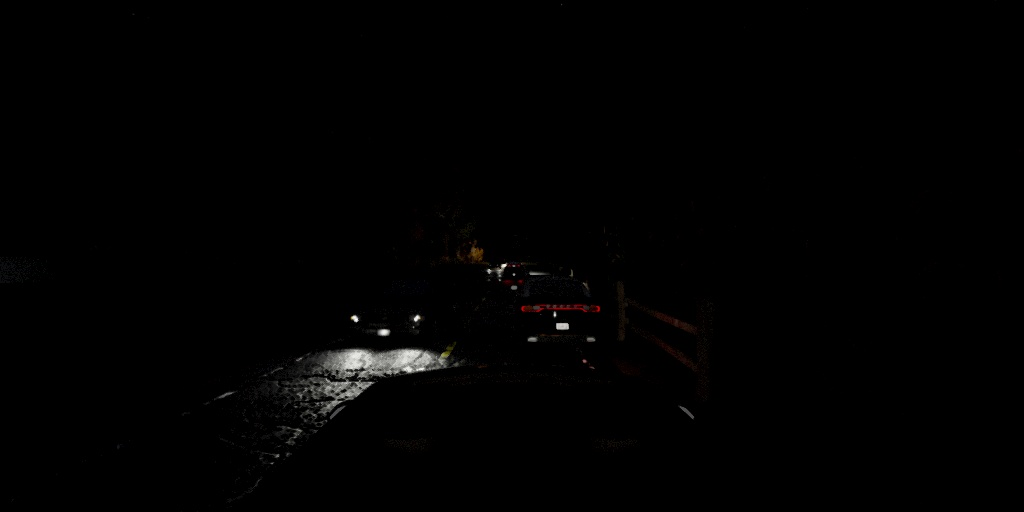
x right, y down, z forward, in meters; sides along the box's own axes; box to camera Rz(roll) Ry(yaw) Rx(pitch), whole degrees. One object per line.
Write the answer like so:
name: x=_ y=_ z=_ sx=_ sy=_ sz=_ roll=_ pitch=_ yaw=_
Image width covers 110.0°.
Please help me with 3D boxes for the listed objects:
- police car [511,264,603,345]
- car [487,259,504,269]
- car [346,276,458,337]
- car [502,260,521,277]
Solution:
police car: x=1.003 y=1.172 z=9.611 sx=1.930 sy=1.638 sz=5.238 roll=0 pitch=0 yaw=0
car: x=-2.585 y=1.244 z=54.355 sx=1.837 sy=1.490 sz=4.892 roll=0 pitch=0 yaw=0
car: x=-2.805 y=1.294 z=10.533 sx=2.033 sy=1.411 sz=5.357 roll=0 pitch=0 yaw=0
car: x=0.221 y=1.343 z=34.445 sx=1.895 sy=1.301 sz=4.718 roll=0 pitch=0 yaw=1
